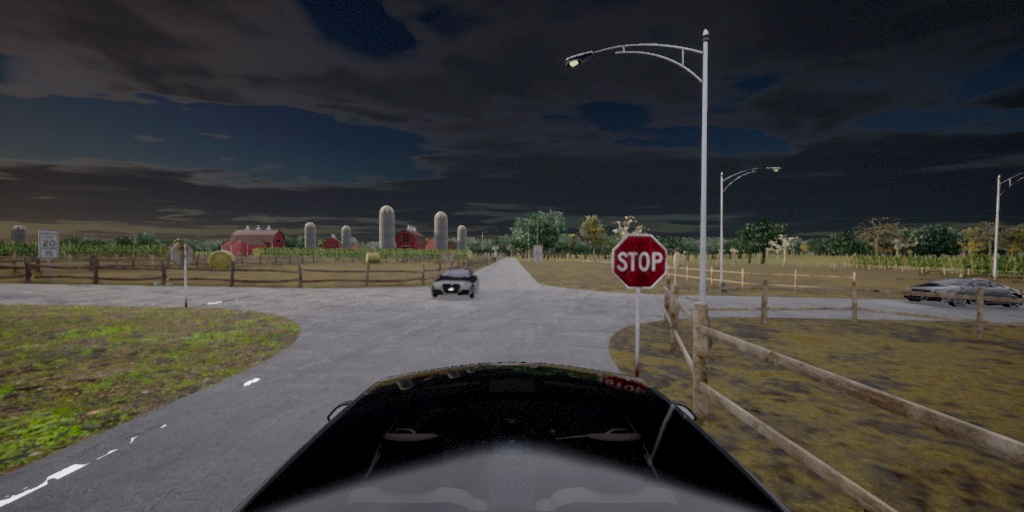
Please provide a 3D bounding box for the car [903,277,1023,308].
[{"bbox_3d":[22.338,1.766,17.858,4.181,1.385,1.994,1,1,0],"label":"car"}]

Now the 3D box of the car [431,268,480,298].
[{"bbox_3d":[-2.731,1.317,18.134,1.994,1.385,4.181,1,0,0],"label":"car"}]
